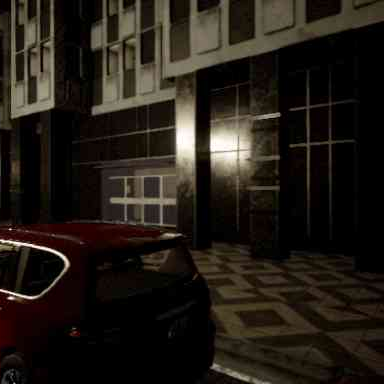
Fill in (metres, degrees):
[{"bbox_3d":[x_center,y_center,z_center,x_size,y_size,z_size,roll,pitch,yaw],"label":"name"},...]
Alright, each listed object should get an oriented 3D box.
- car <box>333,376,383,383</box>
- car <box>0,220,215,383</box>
[{"bbox_3d":[2.491,1.581,1.190,4.206,1.307,1.802,0,0,35],"label":"car"},{"bbox_3d":[-2.070,1.318,4.443,5.009,1.841,2.192,0,0,35],"label":"car"}]
